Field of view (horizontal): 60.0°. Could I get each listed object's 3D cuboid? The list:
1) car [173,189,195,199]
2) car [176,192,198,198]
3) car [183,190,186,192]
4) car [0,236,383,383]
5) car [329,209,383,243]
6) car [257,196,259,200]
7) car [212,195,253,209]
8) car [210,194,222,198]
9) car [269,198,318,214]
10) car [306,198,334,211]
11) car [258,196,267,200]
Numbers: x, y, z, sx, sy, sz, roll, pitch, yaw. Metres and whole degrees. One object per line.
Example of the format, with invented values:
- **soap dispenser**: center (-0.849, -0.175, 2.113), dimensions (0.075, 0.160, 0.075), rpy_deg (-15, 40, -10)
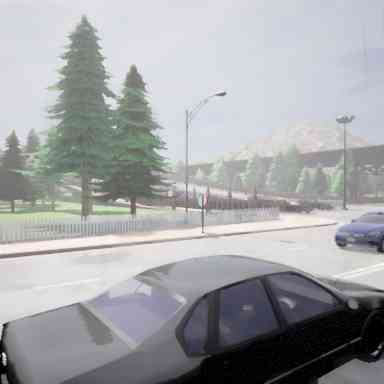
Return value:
- **car**: center (-1.674, 0.338, 65.156), dimensions (1.895, 1.301, 4.718), rpy_deg (0, 6, -36)
- **car**: center (-0.555, 1.211, 51.950), dimensions (1.994, 1.385, 4.181), rpy_deg (0, 3, -37)
- **car**: center (-0.475, 0.910, 57.668), dimensions (1.994, 1.385, 4.181), rpy_deg (0, 4, -37)
- **car**: center (0.558, 1.553, 4.142), dimensions (5.357, 1.411, 2.033), rpy_deg (0, 0, -35)
- **car**: center (7.886, 1.553, 13.849), dimensions (4.674, 1.442, 1.812), rpy_deg (0, 0, -35)
- **car**: center (10.072, 1.353, 49.501), dimensions (2.097, 1.767, 4.553), rpy_deg (0, 1, -37)
- **car**: center (5.460, 1.511, 43.997), dimensions (2.128, 1.511, 4.902), rpy_deg (0, 1, -37)
- **car**: center (5.503, 1.399, 49.736), dimensions (2.128, 1.511, 4.902), rpy_deg (0, 2, -37)
- **car**: center (10.964, 1.658, 36.680), dimensions (1.895, 1.301, 4.718), rpy_deg (0, 0, -36)
- **car**: center (15.549, 1.556, 42.286), dimensions (2.128, 1.511, 4.902), rpy_deg (0, 0, -37)
- **car**: center (11.273, 1.533, 42.129), dimensions (1.882, 1.535, 5.008), rpy_deg (0, 0, -37)
